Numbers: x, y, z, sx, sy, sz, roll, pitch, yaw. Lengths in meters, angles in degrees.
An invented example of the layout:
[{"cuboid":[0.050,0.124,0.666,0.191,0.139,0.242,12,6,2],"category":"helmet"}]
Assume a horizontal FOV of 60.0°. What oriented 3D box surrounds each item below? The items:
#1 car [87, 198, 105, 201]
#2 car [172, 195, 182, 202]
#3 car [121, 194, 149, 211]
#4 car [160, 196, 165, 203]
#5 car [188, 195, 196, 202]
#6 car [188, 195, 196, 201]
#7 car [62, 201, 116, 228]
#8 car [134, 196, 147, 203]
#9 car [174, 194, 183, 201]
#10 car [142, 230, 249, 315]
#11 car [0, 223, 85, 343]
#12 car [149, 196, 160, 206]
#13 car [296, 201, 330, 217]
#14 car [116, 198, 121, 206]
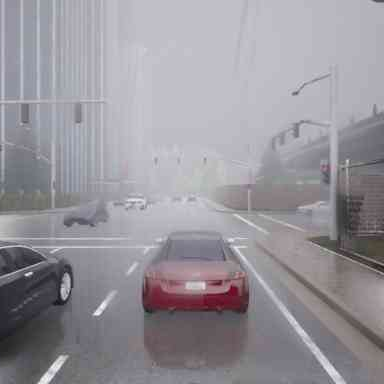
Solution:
[{"cuboid":[-11.127,1.517,37.902,1.837,1.490,4.892,0,0,8],"category":"car"},{"cuboid":[-3.492,1.495,74.245,1.837,1.490,4.892,0,0,0],"category":"car"},{"cuboid":[-7.041,1.221,41.649,2.150,2.045,5.566,0,0,-3],"category":"car"},{"cuboid":[-6.992,1.523,71.662,1.812,1.442,4.674,0,0,0],"category":"car"},{"cuboid":[0.016,1.478,74.791,1.882,1.535,5.008,0,0,0],"category":"car"},{"cuboid":[0.009,1.478,85.198,1.882,1.535,5.008,0,0,0],"category":"car"},{"cuboid":[-7.099,1.574,22.965,2.033,1.411,5.357,0,0,0],"category":"car"},{"cuboid":[-10.496,1.506,68.203,1.837,1.490,4.892,0,0,0],"category":"car"},{"cuboid":[-3.491,1.386,84.669,2.128,1.511,4.902,0,0,0],"category":"car"},{"cuboid":[0.073,1.564,7.654,1.994,1.385,4.181,0,0,0],"category":"car"},{"cuboid":[-3.441,1.505,5.198,1.837,1.490,4.892,0,0,0],"category":"car"},{"cuboid":[-7.078,1.501,56.729,1.837,1.490,4.892,0,1,0],"category":"car"},{"cuboid":[12.370,1.581,31.754,4.674,1.442,1.812,0,0,-3],"category":"car"},{"cuboid":[-10.591,1.547,50.881,2.033,1.411,5.357,0,0,0],"category":"car"}]
